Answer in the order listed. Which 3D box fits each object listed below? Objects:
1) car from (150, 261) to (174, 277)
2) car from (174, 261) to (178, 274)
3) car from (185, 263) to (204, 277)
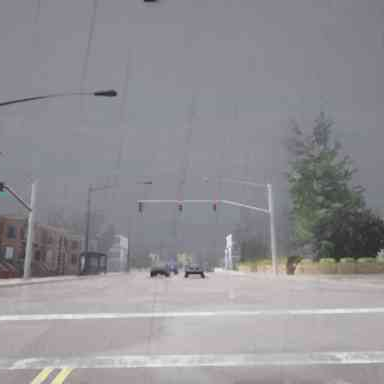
[{"bbox_3d":[-3.419,8.610,36.690,2.033,1.411,5.357,-1,-13,0],"label":"car"},{"bbox_3d":[-3.314,11.409,50.310,2.150,2.045,5.566,-1,-13,1],"label":"car"},{"bbox_3d":[0.241,7.880,33.751,2.033,1.411,5.357,-1,-13,0],"label":"car"}]
